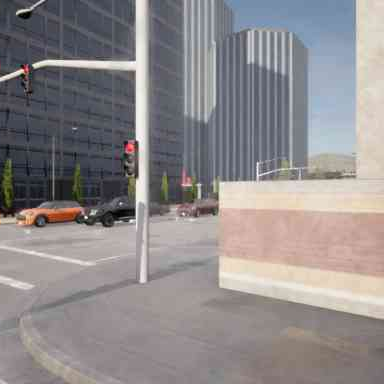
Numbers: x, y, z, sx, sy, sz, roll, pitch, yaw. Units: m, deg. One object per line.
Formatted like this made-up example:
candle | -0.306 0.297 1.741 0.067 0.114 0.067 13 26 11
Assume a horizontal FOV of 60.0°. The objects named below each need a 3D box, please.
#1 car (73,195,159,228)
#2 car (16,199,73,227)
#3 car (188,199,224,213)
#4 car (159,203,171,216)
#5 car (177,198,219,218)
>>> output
car | -5.170 1.277 23.539 2.150 2.045 5.566 0 0 36
car | -9.725 1.407 23.194 2.097 1.767 4.553 0 0 36
car | 1.730 1.560 39.116 1.837 1.490 4.892 0 0 36
car | -4.198 1.603 30.887 2.033 1.411 5.357 0 0 36
car | 0.561 1.407 31.507 2.097 1.767 4.553 0 0 36
